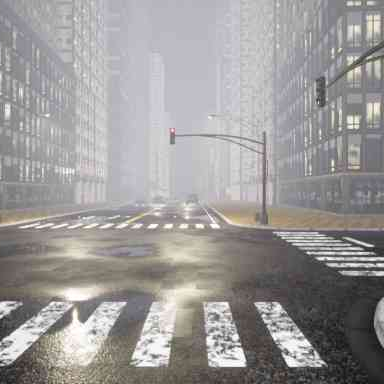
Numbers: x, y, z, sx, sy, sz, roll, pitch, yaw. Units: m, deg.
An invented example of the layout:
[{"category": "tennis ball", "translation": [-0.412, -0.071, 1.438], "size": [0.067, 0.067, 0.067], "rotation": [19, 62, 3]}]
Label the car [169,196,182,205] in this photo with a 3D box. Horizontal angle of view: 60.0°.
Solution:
[{"category": "car", "translation": [-3.159, 1.702, 60.167], "size": [1.895, 1.301, 4.718], "rotation": [0, 0, 0]}]

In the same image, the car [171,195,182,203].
[{"category": "car", "translation": [-3.144, 1.495, 70.138], "size": [2.128, 1.511, 4.902], "rotation": [0, 0, 0]}]

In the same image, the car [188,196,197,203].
[{"category": "car", "translation": [0.107, 1.541, 70.550], "size": [1.994, 1.385, 4.181], "rotation": [0, 0, 0]}]

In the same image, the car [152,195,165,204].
[{"category": "car", "translation": [-6.403, 1.468, 64.340], "size": [2.097, 1.767, 4.553], "rotation": [0, 0, 0]}]

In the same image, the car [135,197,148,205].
[{"category": "car", "translation": [-9.653, 1.664, 64.314], "size": [2.033, 1.411, 5.357], "rotation": [0, 0, 0]}]

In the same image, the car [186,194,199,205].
[{"category": "car", "translation": [0.091, 1.322, 60.163], "size": [2.150, 2.045, 5.566], "rotation": [0, 0, 0]}]
